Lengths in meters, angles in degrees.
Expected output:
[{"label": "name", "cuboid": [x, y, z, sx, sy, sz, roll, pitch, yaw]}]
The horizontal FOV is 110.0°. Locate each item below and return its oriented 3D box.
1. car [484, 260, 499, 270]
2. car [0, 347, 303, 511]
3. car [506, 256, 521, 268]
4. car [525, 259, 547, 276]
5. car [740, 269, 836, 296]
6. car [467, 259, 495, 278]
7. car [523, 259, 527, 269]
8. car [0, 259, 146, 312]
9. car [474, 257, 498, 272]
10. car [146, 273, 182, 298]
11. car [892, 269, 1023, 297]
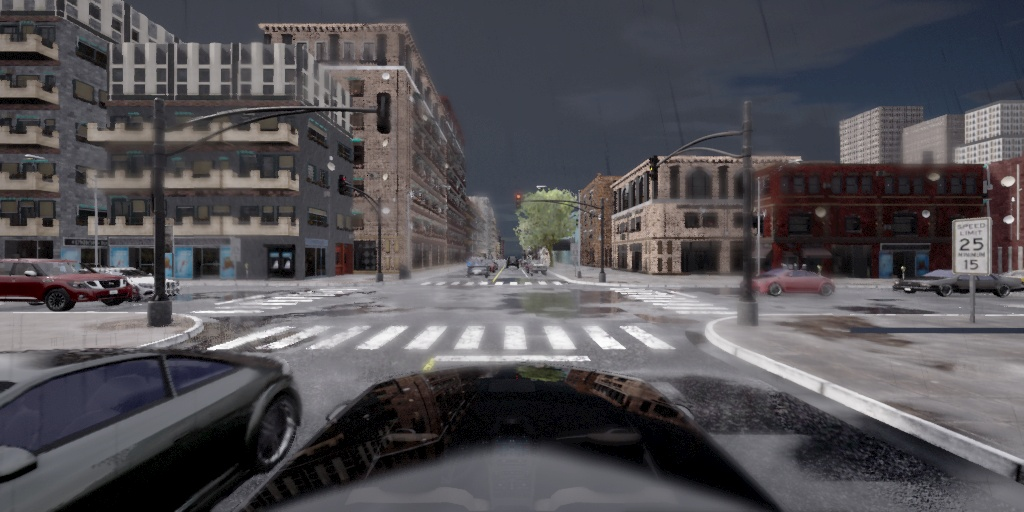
[{"label": "car", "cuboid": [-3.091, 1.372, 54.242, 1.994, 1.385, 4.181, 0, 0, 0]}, {"label": "car", "cuboid": [-3.130, 1.314, 1.974, 1.994, 1.385, 4.181, 0, 0, 0]}, {"label": "car", "cuboid": [0.093, 1.047, 61.987, 2.150, 2.045, 5.566, 0, 0, -1]}, {"label": "car", "cuboid": [2.686, 1.330, 36.987, 2.007, 1.370, 4.403, 0, 0, 0]}, {"label": "car", "cuboid": [14.716, 1.387, 19.286, 4.181, 1.385, 1.994, 0, 0, 0]}, {"label": "car", "cuboid": [-3.106, 1.266, 34.337, 2.128, 1.511, 4.902, 0, 0, 0]}, {"label": "car", "cuboid": [2.686, 1.228, 42.684, 1.967, 1.591, 4.097, 0, 0, 0]}, {"label": "car", "cuboid": [-17.278, 1.013, 13.266, 5.009, 1.841, 2.192, 0, 0, 0]}, {"label": "car", "cuboid": [-3.103, 1.143, 44.231, 2.097, 1.767, 4.553, 0, 0, 0]}, {"label": "car", "cuboid": [-17.460, 1.224, 15.854, 4.674, 1.442, 1.812, 0, 0, -1]}, {"label": "car", "cuboid": [24.018, 1.412, 19.354, 5.357, 1.411, 2.033, 0, 0, 0]}]
